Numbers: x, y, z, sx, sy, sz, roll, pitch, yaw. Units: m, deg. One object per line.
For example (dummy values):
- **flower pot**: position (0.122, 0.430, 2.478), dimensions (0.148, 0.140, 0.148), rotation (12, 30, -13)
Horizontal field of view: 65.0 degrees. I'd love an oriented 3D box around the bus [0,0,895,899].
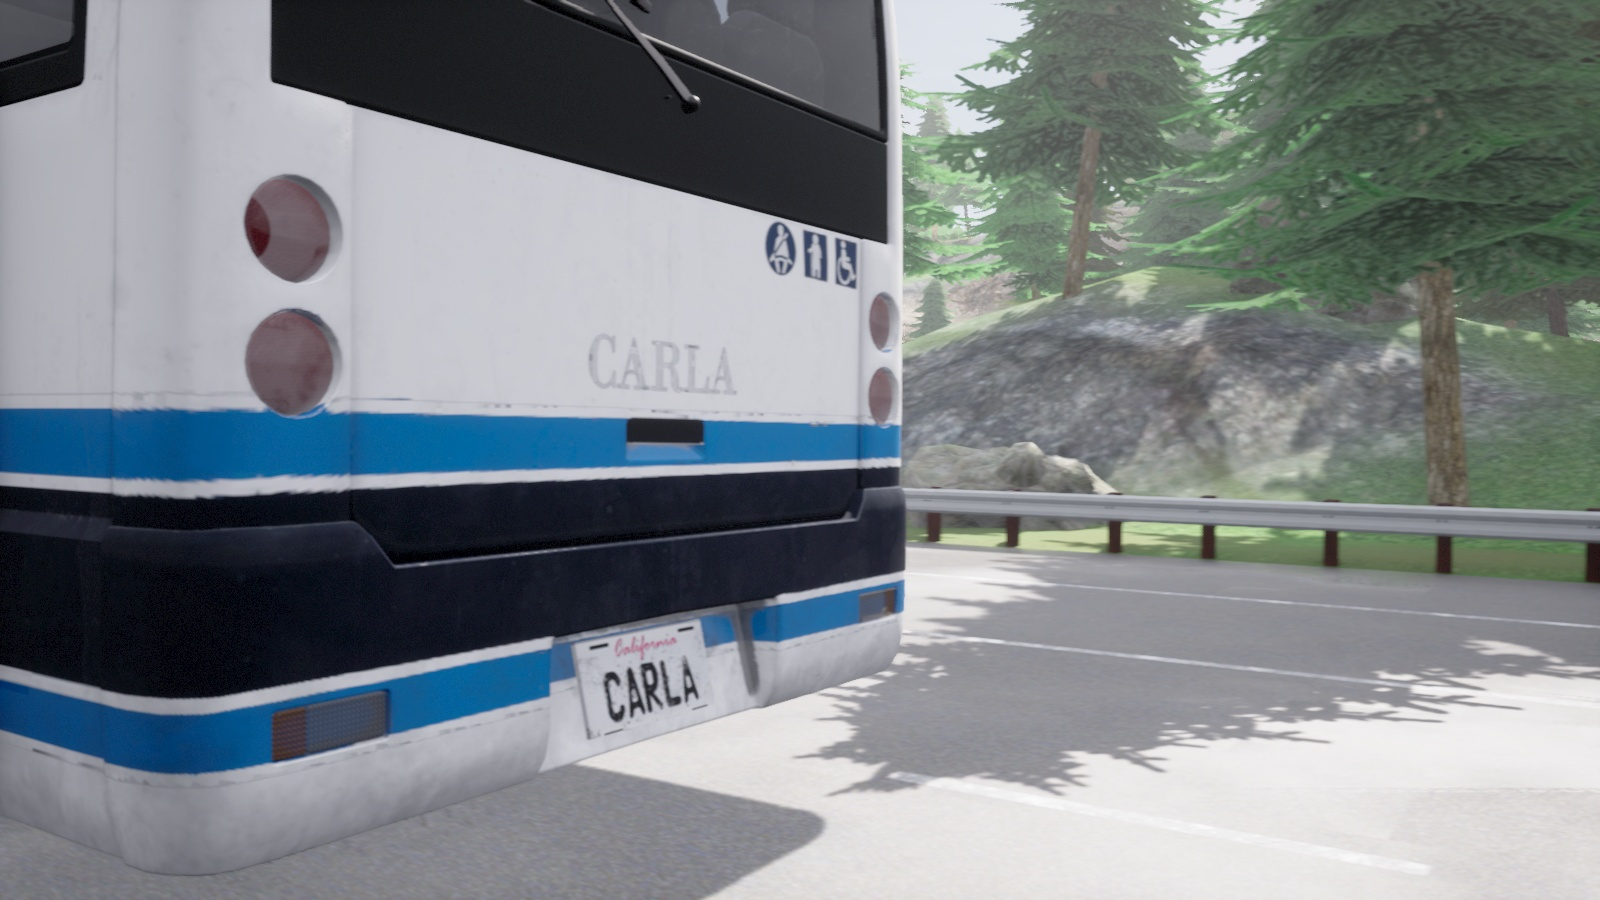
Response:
- **bus**: position (-4.952, -0.686, 6.909), dimensions (10.273, 4.253, 3.944), rotation (0, 1, 33)
